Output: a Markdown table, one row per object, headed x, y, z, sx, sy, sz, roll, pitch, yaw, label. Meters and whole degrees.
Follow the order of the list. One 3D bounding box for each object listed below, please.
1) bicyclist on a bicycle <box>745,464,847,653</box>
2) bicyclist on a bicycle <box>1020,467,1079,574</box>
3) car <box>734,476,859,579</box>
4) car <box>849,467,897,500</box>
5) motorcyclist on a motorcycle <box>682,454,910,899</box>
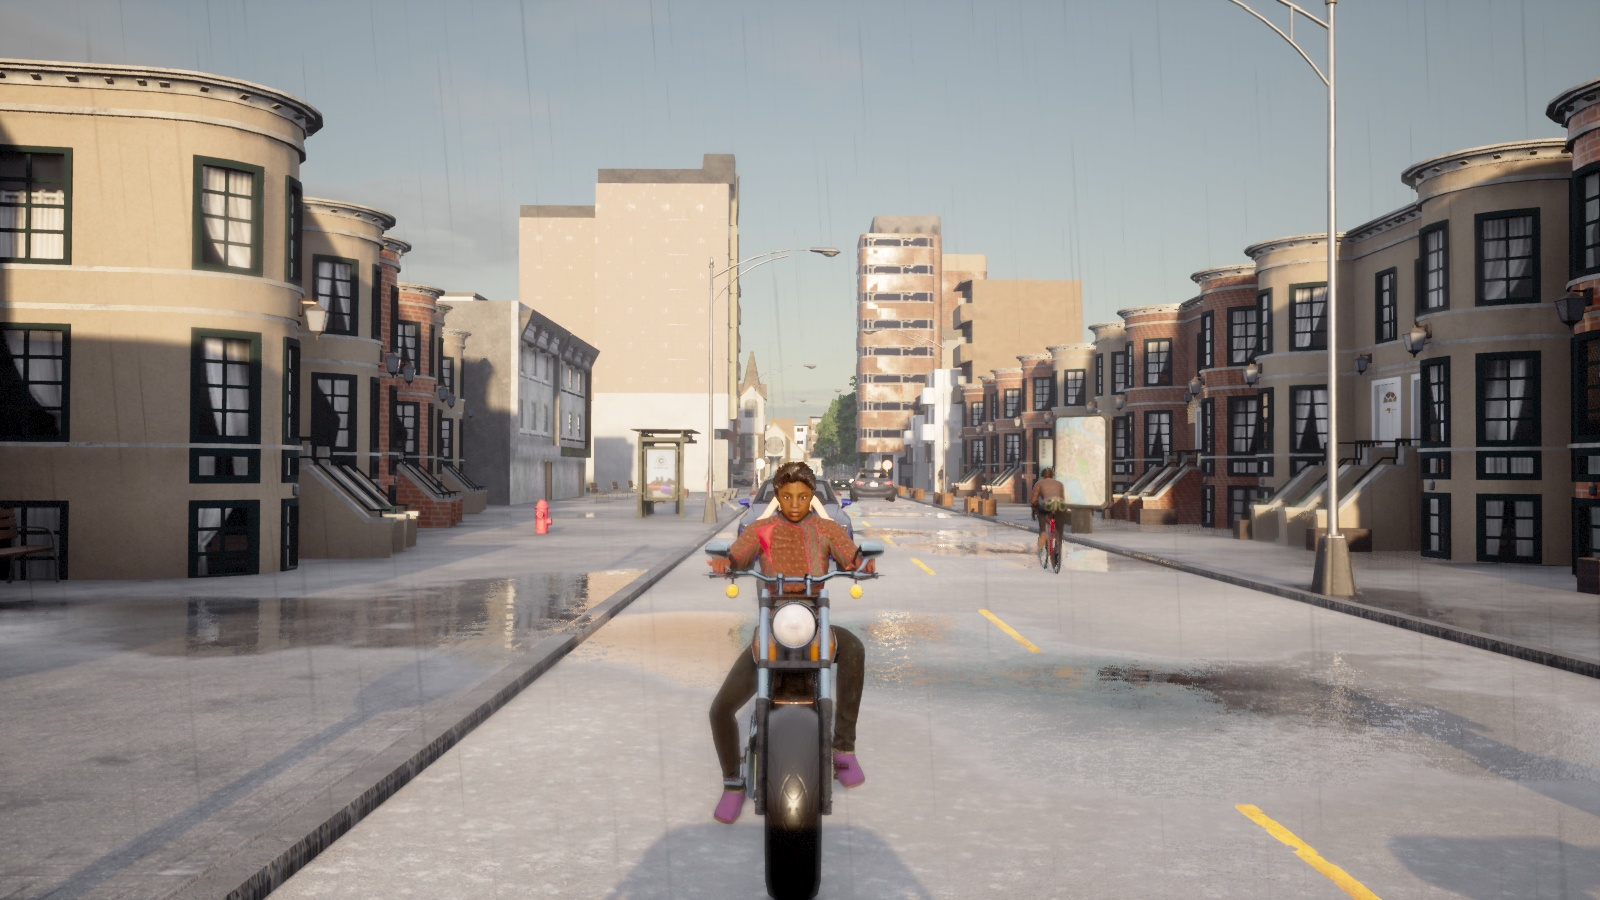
| x | y | z | sx | sy | sz | roll | pitch | yaw | label |
| --- | --- | --- | --- | --- | --- | --- | --- | --- | --- |
| -0.038 | 0.944 | 11.512 | 0.866 | 1.612 | 1.509 | 0 | -1 | 0 | bicyclist on a bicycle |
| 3.934 | 1.085 | 19.909 | 0.582 | 1.620 | 1.656 | 0 | -1 | 0 | bicyclist on a bicycle |
| -0.067 | 1.170 | 20.390 | 1.816 | 1.474 | 4.193 | 0 | -1 | 0 | car |
| 3.783 | 1.751 | 66.117 | 2.242 | 1.667 | 4.611 | 0 | -1 | 0 | car |
| -0.019 | 0.856 | 5.428 | 0.766 | 1.649 | 2.350 | 0 | -1 | 0 | motorcyclist on a motorcycle |
